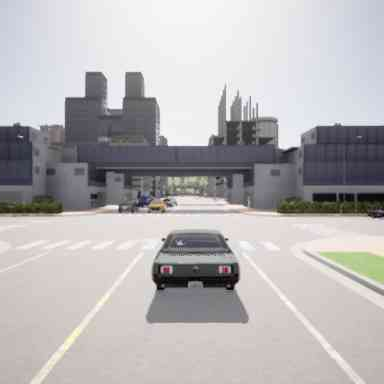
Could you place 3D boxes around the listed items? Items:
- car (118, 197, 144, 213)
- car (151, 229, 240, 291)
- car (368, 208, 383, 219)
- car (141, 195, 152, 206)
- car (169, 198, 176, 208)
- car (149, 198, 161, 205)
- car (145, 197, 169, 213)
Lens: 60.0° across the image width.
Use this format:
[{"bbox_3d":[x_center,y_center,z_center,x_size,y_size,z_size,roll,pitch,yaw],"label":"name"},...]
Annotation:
[{"bbox_3d":[-7.784,1.759,41.144,2.128,1.511,4.902,0,0,2],"label":"car"},{"bbox_3d":[0.085,1.657,9.138,1.895,1.301,4.718,0,0,0],"label":"car"},{"bbox_3d":[18.879,1.747,29.958,5.357,1.411,2.033,0,0,0],"label":"car"},{"bbox_3d":[-7.718,1.582,56.080,2.150,2.045,5.566,0,-1,1],"label":"car"},{"bbox_3d":[-4.225,1.860,55.736,1.837,1.490,4.892,0,0,0],"label":"car"},{"bbox_3d":[-7.642,1.961,68.902,1.812,1.442,4.674,0,0,0],"label":"car"},{"bbox_3d":[-4.240,1.745,41.116,1.882,1.535,5.008,0,0,0],"label":"car"}]
